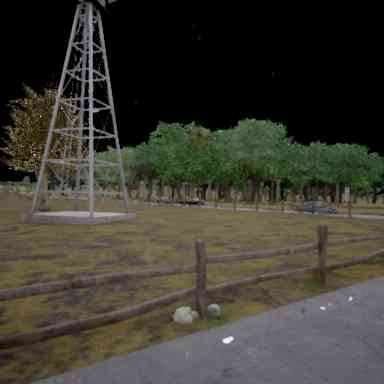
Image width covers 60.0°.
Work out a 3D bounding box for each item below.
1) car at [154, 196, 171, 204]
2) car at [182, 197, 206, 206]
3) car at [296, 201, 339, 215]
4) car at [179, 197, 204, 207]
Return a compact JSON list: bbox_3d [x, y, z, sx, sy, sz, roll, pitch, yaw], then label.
[{"bbox_3d":[-5.779,1.614,66.307,2.128,1.511,4.902,2,-1,-36],"label":"car"},{"bbox_3d":[0.265,1.668,57.939,1.812,1.442,4.674,2,-1,-35],"label":"car"},{"bbox_3d":[13.137,1.637,34.957,1.994,1.385,4.181,2,-1,-36],"label":"car"},{"bbox_3d":[-0.035,1.665,53.426,1.895,1.301,4.718,2,-1,-35],"label":"car"}]
